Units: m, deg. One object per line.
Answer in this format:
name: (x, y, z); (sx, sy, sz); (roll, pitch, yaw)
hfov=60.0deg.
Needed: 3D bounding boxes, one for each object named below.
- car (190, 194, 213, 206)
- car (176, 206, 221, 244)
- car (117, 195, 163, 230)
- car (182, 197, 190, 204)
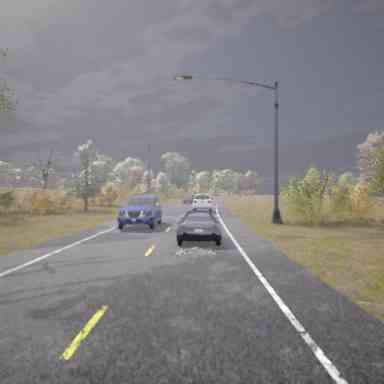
car: (1.275, 1.240, 39.068); (2.150, 2.045, 5.566); (0, 0, 3)
car: (0.327, 1.572, 15.799); (1.994, 1.385, 4.181); (0, 0, 1)
car: (-3.213, 1.231, 21.609); (2.150, 2.045, 5.566); (0, 0, 2)
car: (-0.661, 1.573, 62.211); (2.033, 1.411, 5.357); (0, 0, 6)
